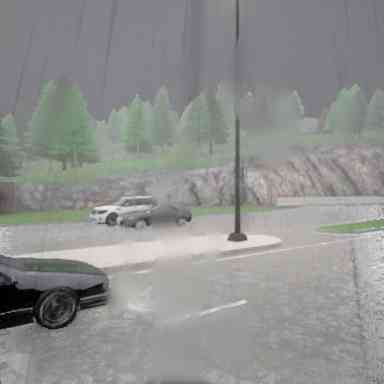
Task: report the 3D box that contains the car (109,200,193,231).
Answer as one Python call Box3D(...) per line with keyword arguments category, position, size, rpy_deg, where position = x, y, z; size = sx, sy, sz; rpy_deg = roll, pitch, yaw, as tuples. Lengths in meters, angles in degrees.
Box3D(category="car", position=(-2.255, 1.494, 20.683), size=(4.902, 1.511, 2.128), rpy_deg=(0, 0, -35))

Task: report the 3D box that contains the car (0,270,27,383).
Box3D(category="car", position=(-3.543, 1.481, 1.219), size=(5.008, 1.535, 1.882), rpy_deg=(0, 0, -35))

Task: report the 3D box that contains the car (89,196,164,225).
Box3D(category="car", position=(-4.312, 1.313, 23.515), size=(5.566, 2.045, 2.150), rpy_deg=(0, 0, -35))

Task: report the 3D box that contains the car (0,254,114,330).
Box3D(category="car", position=(-4.039, 1.548, 5.165), size=(5.357, 1.411, 2.033), rpy_deg=(0, 0, -35))
